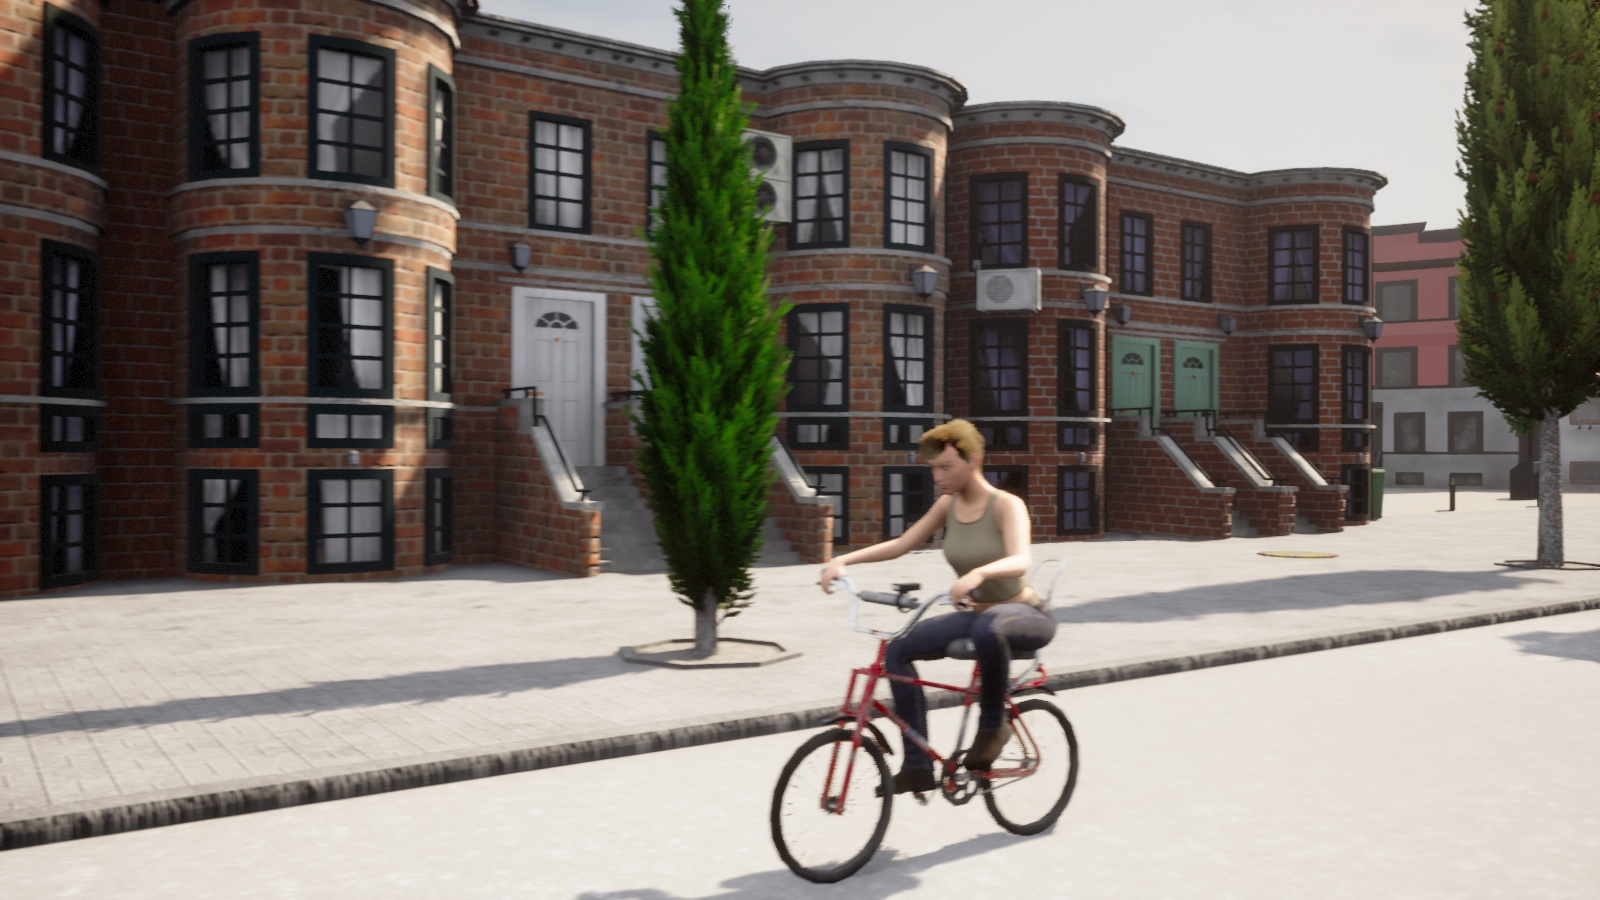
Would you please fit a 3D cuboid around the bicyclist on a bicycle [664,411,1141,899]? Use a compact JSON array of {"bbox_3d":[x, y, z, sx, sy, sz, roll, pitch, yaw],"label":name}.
[{"bbox_3d":[0.384,0.692,4.535,1.509,1.612,0.866,0,0,-35],"label":"bicyclist on a bicycle"}]
